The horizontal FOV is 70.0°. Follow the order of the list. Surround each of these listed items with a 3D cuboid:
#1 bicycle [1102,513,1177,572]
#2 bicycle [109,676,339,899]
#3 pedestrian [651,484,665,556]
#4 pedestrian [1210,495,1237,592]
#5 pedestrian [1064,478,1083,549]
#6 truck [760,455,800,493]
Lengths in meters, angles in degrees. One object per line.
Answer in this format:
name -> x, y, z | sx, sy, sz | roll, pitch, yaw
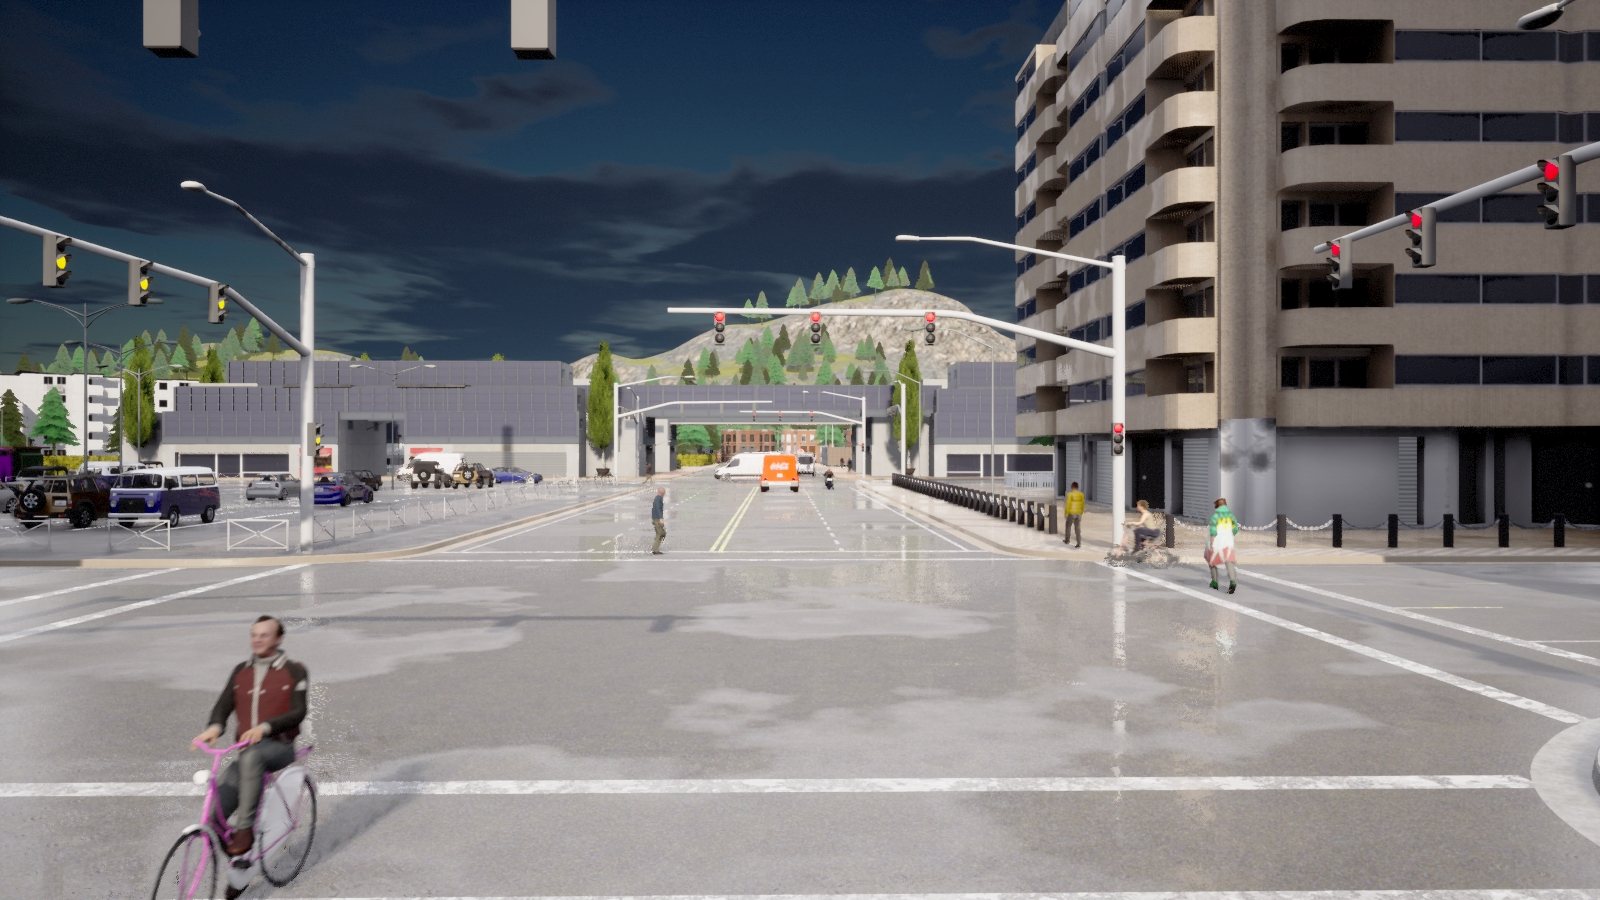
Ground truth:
bicycle -> 7.841, 2.119, 26.410 | 1.487, 1.276, 0.859 | 0, -1, 32
bicycle -> -3.336, 2.161, 6.792 | 0.329, 1.271, 1.835 | 1, 0, 4
pedestrian -> -3.725, 1.836, 29.943 | 0.375, 1.860, 0.375 | 0, 0, -8
pedestrian -> 8.234, 1.804, 22.220 | 0.375, 1.860, 0.375 | 0, 0, -5
pedestrian -> 7.290, 1.689, 30.443 | 0.375, 1.860, 0.375 | 0, 0, -7
truck -> -1.366, 1.564, 77.071 | 2.627, 2.467, 5.204 | 0, 0, -1
